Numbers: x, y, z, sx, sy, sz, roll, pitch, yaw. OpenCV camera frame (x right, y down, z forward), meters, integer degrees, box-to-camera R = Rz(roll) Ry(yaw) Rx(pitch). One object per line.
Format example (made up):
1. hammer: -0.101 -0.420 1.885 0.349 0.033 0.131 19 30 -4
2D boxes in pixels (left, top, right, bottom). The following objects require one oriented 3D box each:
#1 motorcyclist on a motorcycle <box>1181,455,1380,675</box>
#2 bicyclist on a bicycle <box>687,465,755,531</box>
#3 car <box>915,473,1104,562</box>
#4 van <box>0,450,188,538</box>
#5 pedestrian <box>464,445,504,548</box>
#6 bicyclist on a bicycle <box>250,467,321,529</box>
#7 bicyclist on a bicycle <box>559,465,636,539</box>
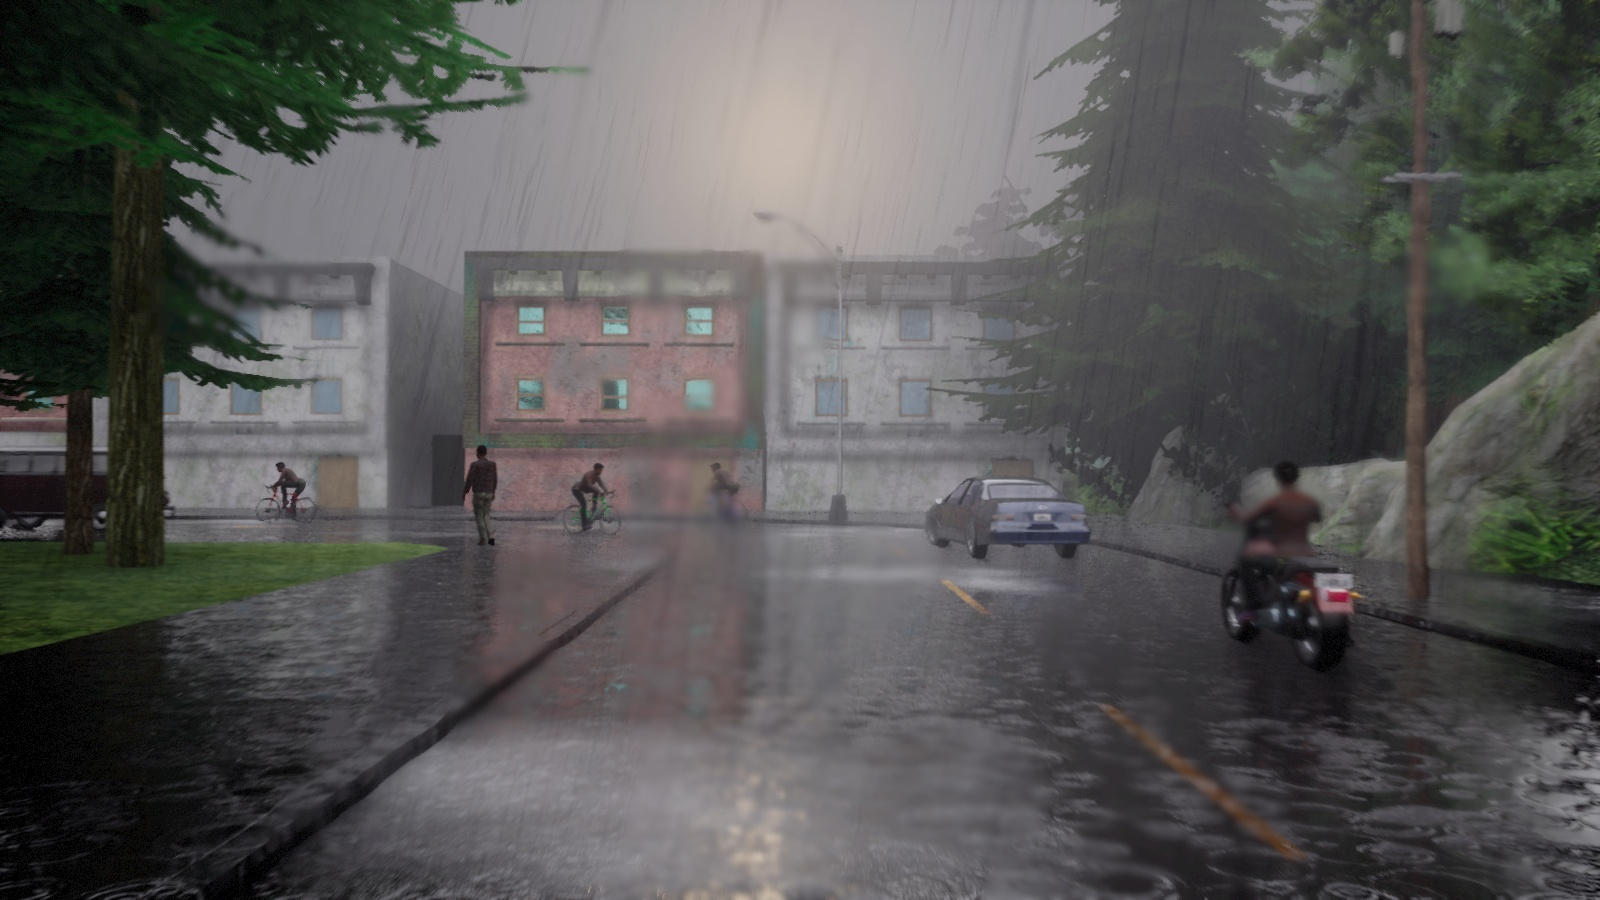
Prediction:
1. motorcyclist on a motorcycle: 3.975 0.884 10.628 0.766 1.649 2.350 0 -1 0
2. bicyclist on a bicycle: -1.990 1.190 31.616 1.656 1.620 0.582 -1 0 33
3. car: 3.670 1.149 23.146 2.033 1.411 5.357 0 -1 -6
4. van: -16.983 1.019 29.417 4.442 1.987 1.775 0 -1 0
5. pedestrian: -5.756 0.844 22.881 0.431 1.840 0.703 0 -1 -41
6. bicyclist on a bicycle: -13.663 1.258 33.375 1.656 1.620 0.582 -1 -1 1
7. bicyclist on a bicycle: -4.566 1.157 28.349 1.656 1.620 0.582 0 1 26
